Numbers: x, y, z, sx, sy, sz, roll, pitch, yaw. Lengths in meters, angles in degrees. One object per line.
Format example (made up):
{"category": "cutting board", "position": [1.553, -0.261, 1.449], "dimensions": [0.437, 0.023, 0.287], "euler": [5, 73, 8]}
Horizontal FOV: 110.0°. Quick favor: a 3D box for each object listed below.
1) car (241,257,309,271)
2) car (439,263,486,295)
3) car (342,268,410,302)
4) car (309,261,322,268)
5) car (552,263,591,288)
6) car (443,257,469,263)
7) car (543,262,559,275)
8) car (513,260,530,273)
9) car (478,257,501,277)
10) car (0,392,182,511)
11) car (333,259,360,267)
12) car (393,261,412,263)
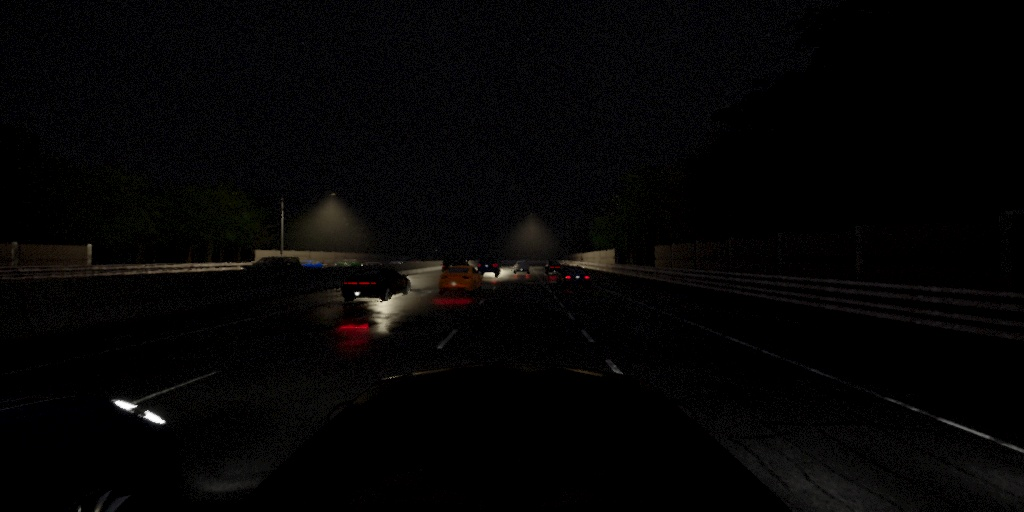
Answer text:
{"category": "car", "position": [-20.320, 1.087, 30.616], "dimensions": [2.150, 2.045, 5.566], "euler": [0, 0, 2]}
{"category": "car", "position": [-2.892, 1.324, 20.826], "dimensions": [1.882, 1.535, 5.008], "euler": [0, -1, 2]}
{"category": "car", "position": [-6.486, 1.338, 17.608], "dimensions": [1.837, 1.490, 4.892], "euler": [0, 0, 2]}
{"category": "car", "position": [-26.851, 1.363, 46.903], "dimensions": [1.882, 1.535, 5.008], "euler": [0, 0, 2]}
{"category": "car", "position": [4.242, 1.409, 25.305], "dimensions": [2.033, 1.411, 5.357], "euler": [0, 0, 1]}
{"category": "car", "position": [-5.905, 1.102, 37.994], "dimensions": [2.150, 2.045, 5.566], "euler": [0, 0, 2]}
{"category": "car", "position": [4.698, 1.394, 41.466], "dimensions": [1.837, 1.490, 4.892], "euler": [0, 0, 2]}
{"category": "car", "position": [1.215, 1.418, 45.610], "dimensions": [1.812, 1.442, 4.674], "euler": [0, 0, 2]}
{"category": "car", "position": [-2.405, 1.101, 37.927], "dimensions": [2.150, 2.045, 5.566], "euler": [0, -1, 2]}
{"category": "car", "position": [-3.466, 1.093, 0.677], "dimensions": [2.097, 1.767, 4.553], "euler": [0, 0, 2]}
{"category": "car", "position": [-23.241, 1.249, 50.644], "dimensions": [2.097, 1.767, 4.553], "euler": [0, 0, 2]}
{"category": "car", "position": [-16.246, 1.446, 50.567], "dimensions": [2.033, 1.411, 5.357], "euler": [0, 0, 2]}
